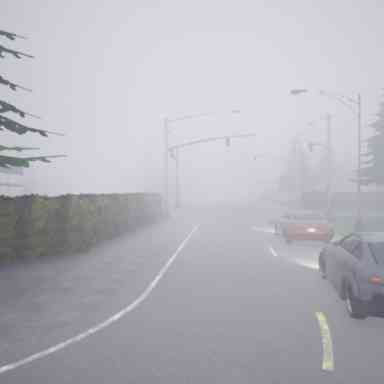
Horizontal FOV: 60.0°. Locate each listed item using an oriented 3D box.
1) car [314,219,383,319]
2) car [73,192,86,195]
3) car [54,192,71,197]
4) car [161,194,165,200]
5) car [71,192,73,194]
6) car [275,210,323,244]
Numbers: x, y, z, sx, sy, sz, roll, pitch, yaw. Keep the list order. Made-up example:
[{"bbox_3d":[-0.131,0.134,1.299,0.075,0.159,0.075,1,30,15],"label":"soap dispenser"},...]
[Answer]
[{"bbox_3d":[4.023,1.534,7.094,1.994,1.385,4.181,0,0,12],"label":"car"},{"bbox_3d":[-25.295,0.925,77.734,1.932,1.855,4.605,0,0,6],"label":"car"},{"bbox_3d":[-23.624,1.199,58.911,1.845,1.501,3.633,0,0,6],"label":"car"},{"bbox_3d":[-6.825,1.165,75.674,1.845,1.501,3.633,0,0,6],"label":"car"},{"bbox_3d":[-28.228,0.912,77.625,1.905,1.878,3.866,0,0,6],"label":"car"},{"bbox_3d":[5.076,1.506,15.491,1.994,1.385,4.181,0,0,6],"label":"car"}]
